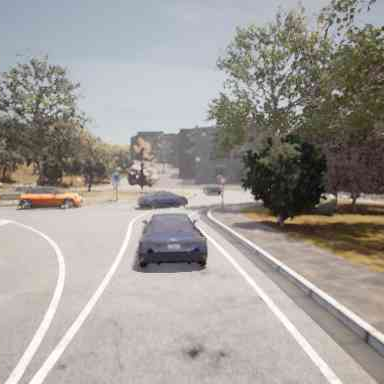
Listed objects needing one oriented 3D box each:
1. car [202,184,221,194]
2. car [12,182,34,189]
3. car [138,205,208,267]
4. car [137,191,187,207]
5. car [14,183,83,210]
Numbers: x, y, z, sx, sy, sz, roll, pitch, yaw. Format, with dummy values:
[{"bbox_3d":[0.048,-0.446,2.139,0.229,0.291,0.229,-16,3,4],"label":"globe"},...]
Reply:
[{"bbox_3d":[2.671,-0.466,46.702,2.033,1.411,5.357,0,3,-9],"label":"car"},{"bbox_3d":[-28.095,-0.979,56.718,4.674,1.442,1.812,-2,3,-45],"label":"car"},{"bbox_3d":[-0.697,1.360,10.864,1.994,1.385,4.181,0,2,-6],"label":"car"},{"bbox_3d":[-2.413,0.583,27.192,4.181,1.385,1.994,-2,4,-38],"label":"car"},{"bbox_3d":[-11.088,0.414,26.375,4.553,1.767,2.097,-1,3,-10],"label":"car"}]
